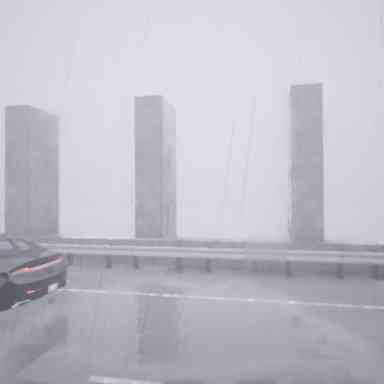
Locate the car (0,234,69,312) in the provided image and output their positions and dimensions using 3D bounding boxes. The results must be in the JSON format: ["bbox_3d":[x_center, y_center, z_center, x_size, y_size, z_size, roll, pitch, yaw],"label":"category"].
[{"bbox_3d":[-4.980,1.605,6.753,4.902,1.511,2.128,0,-1,12],"label":"car"}]
